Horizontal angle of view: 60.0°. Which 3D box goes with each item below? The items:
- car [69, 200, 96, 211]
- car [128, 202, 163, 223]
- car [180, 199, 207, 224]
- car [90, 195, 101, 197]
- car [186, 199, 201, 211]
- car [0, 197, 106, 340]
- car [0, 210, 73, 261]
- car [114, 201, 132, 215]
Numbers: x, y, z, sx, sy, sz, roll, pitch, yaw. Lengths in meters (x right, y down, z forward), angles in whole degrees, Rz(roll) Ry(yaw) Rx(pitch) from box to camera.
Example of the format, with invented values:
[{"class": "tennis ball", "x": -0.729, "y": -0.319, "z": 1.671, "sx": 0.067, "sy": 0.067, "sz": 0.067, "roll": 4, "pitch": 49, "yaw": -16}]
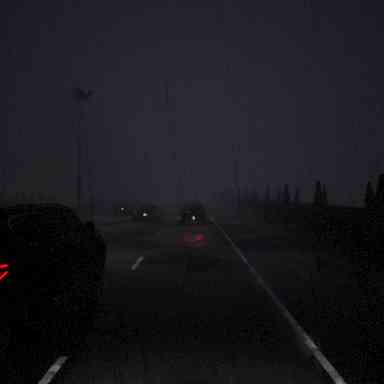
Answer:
[{"class": "car", "x": -14.011, "y": 1.712, "z": 42.765, "sx": 1.895, "sy": 1.301, "sz": 4.718, "roll": 0, "pitch": 0, "yaw": 1}, {"class": "car", "x": -3.383, "y": 1.617, "z": 25.912, "sx": 1.994, "sy": 1.385, "sz": 4.181, "roll": 0, "pitch": 0, "yaw": 0}, {"class": "car", "x": 0.117, "y": 1.558, "z": 25.596, "sx": 1.837, "sy": 1.490, "sz": 4.892, "roll": 0, "pitch": 0, "yaw": 0}, {"class": "car", "x": -17.458, "y": 1.301, "z": 60.013, "sx": 1.837, "sy": 1.490, "sz": 4.892, "roll": 0, "pitch": 0, "yaw": 0}, {"class": "car", "x": 0.130, "y": 1.640, "z": 42.630, "sx": 1.812, "sy": 1.442, "sz": 4.674, "roll": 0, "pitch": 0, "yaw": 0}, {"class": "car", "x": -3.395, "y": 1.229, "z": 6.684, "sx": 2.150, "sy": 2.045, "sz": 5.566, "roll": 0, "pitch": 0, "yaw": 0}, {"class": "car", "x": -6.891, "y": 1.568, "z": 13.670, "sx": 2.033, "sy": 1.411, "sz": 5.357, "roll": 0, "pitch": 0, "yaw": 0}, {"class": "car", "x": -6.876, "y": 1.646, "z": 34.933, "sx": 1.994, "sy": 1.385, "sz": 4.181, "roll": 0, "pitch": 0, "yaw": 0}]
